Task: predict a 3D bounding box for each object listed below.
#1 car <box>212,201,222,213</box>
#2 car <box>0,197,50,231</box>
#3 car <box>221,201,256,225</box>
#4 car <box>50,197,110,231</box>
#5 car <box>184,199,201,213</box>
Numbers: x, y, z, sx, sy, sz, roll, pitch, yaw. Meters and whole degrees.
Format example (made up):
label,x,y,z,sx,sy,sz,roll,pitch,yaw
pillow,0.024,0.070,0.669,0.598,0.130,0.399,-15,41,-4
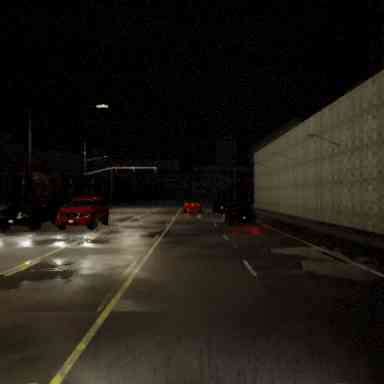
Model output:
label,x,y,z,sx,sy,sz,roll,pitch,yaw
car,3.605,1.851,41.712,1.994,1.385,4.181,0,0,0
car,-10.591,1.375,22.207,2.150,2.045,5.566,0,0,0
car,3.609,1.654,25.482,1.882,1.535,5.008,0,0,0
car,-7.091,1.376,22.235,2.150,2.045,5.566,0,0,0
car,0.109,1.644,42.249,2.097,1.767,4.553,0,0,0
